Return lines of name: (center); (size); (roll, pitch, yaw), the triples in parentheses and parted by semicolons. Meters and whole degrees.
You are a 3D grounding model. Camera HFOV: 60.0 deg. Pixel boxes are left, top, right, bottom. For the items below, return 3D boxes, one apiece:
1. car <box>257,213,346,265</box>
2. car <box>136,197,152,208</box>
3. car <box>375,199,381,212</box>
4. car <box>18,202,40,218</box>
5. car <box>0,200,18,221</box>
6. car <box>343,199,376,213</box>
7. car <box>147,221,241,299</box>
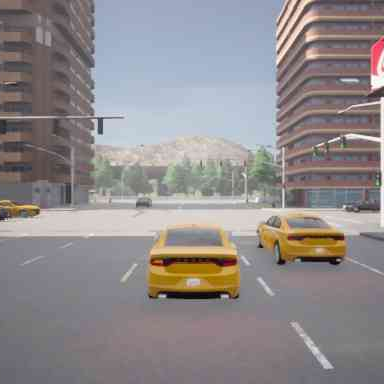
car: (3.567, 1.478, 11.735); (1.882, 1.535, 5.008); (0, 0, 0)
car: (-7.081, 1.478, 49.355); (1.882, 1.535, 5.008); (0, 0, 0)
car: (20.899, 1.564, 32.666); (4.181, 1.385, 1.994); (0, 0, 0)
car: (-15.943, 1.478, 28.995); (5.008, 1.535, 1.882); (0, 0, -4)
car: (-16.318, 1.505, 25.255); (4.892, 1.490, 1.837); (0, 0, 0)
car: (18.972, 1.491, 36.154); (4.902, 1.511, 2.128); (0, 0, 0)
car: (0.050, 1.478, 8.497); (1.882, 1.535, 5.008); (0, 0, 1)
